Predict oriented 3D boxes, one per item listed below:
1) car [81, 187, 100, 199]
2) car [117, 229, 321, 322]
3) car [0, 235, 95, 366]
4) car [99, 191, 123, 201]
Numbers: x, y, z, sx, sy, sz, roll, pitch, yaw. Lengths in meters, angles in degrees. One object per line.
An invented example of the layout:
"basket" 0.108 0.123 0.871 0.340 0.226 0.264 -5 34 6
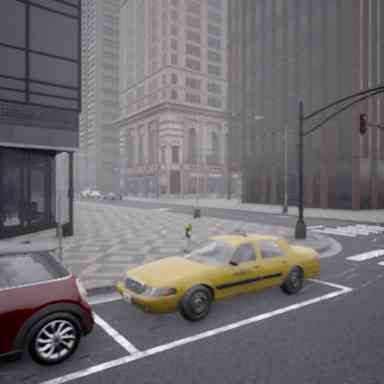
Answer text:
"car" -17.862 0.159 58.667 2.150 2.045 5.566 0 1 -36
"car" 0.826 1.532 7.239 4.829 1.417 1.752 0 0 -36
"car" -3.477 1.439 4.169 4.097 1.590 1.967 0 0 -36
"car" -12.041 0.645 50.630 1.812 1.442 4.674 0 1 -35
